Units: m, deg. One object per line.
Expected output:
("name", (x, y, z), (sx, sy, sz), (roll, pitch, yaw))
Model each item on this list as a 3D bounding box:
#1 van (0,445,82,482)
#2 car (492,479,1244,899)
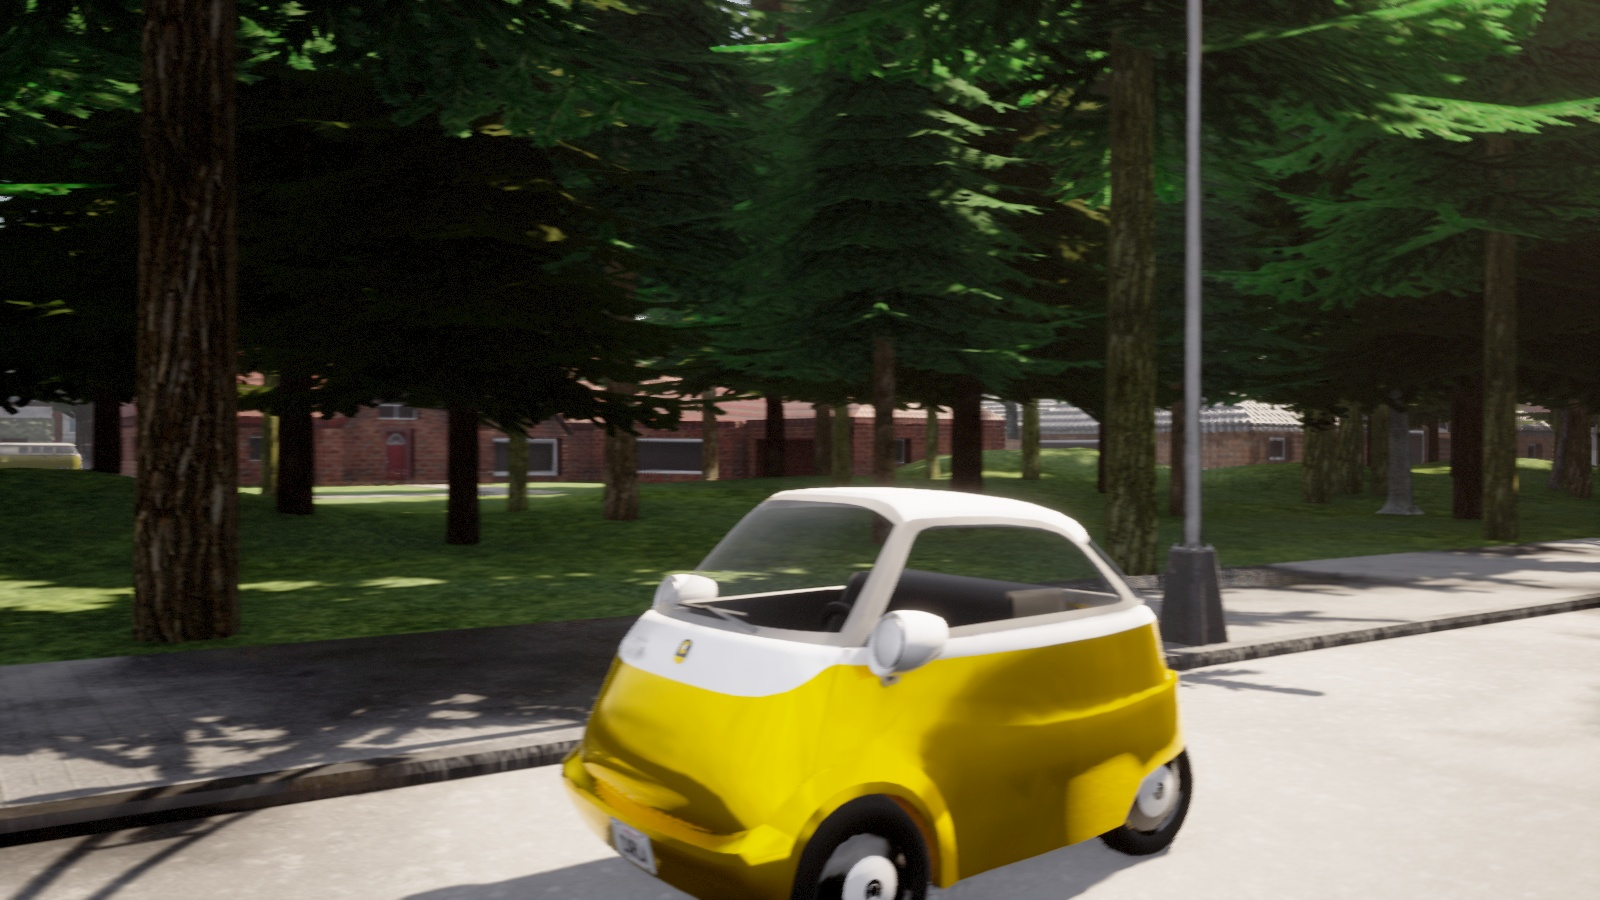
("van", (-42.602, 0.756, 69.864), (4.442, 1.987, 1.775), (0, 0, -35))
("car", (0.248, 0.810, 4.440), (2.207, 1.376, 1.481), (0, 0, -35))
